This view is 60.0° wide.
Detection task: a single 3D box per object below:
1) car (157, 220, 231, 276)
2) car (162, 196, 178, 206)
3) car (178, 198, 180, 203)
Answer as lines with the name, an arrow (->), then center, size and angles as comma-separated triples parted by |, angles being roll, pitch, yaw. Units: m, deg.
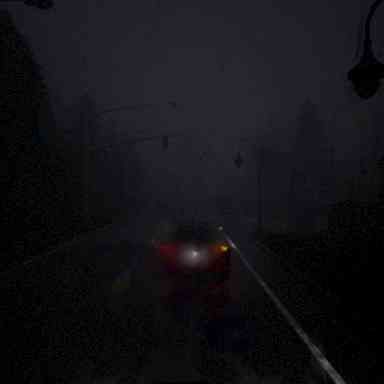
car -> 0.062, 1.563, 10.332 | 1.994, 1.385, 4.181 | 0, 0, 0
car -> -3.643, 1.505, 53.624 | 1.837, 1.490, 4.892 | 0, 0, 0
car -> -3.600, 1.522, 69.185 | 1.812, 1.442, 4.674 | 0, 0, 0
